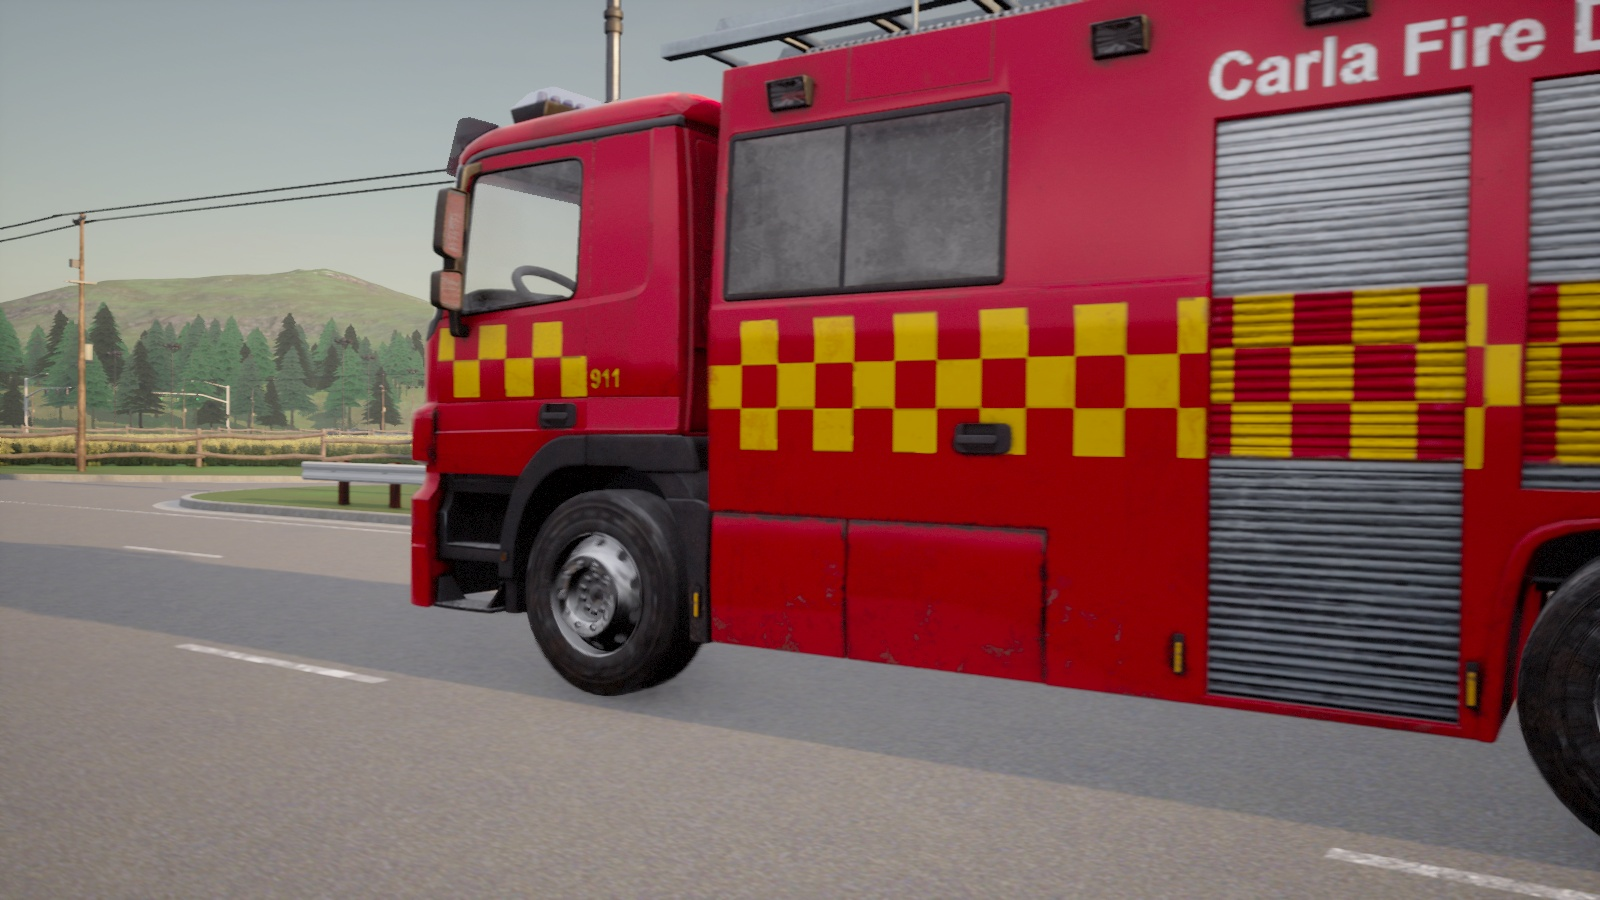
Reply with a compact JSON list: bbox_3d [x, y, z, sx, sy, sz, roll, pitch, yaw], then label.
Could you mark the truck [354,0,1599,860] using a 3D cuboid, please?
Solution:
[{"bbox_3d":[1.537,-0.539,6.781,8.468,3.827,2.891,0,1,34],"label":"truck"}]
